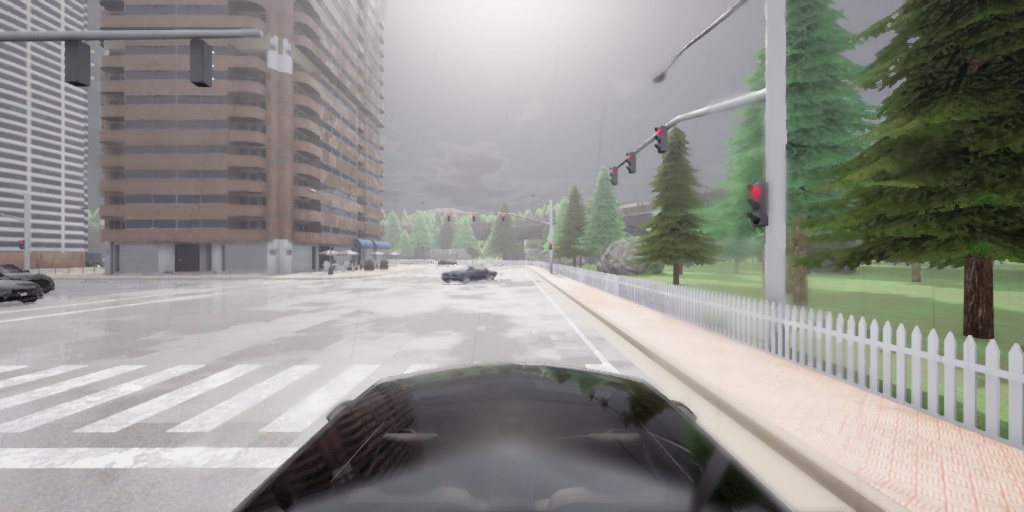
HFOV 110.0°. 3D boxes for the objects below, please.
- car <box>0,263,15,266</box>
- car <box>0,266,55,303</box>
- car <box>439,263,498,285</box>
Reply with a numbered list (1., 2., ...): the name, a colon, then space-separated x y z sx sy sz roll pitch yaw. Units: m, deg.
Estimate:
1. car: -26.679 1.154 18.400 4.553 1.767 2.097 0 0 0
2. car: -22.525 1.304 14.845 4.892 1.490 1.837 1 0 2
3. car: -3.134 1.361 26.870 1.895 1.301 4.718 0 0 32
